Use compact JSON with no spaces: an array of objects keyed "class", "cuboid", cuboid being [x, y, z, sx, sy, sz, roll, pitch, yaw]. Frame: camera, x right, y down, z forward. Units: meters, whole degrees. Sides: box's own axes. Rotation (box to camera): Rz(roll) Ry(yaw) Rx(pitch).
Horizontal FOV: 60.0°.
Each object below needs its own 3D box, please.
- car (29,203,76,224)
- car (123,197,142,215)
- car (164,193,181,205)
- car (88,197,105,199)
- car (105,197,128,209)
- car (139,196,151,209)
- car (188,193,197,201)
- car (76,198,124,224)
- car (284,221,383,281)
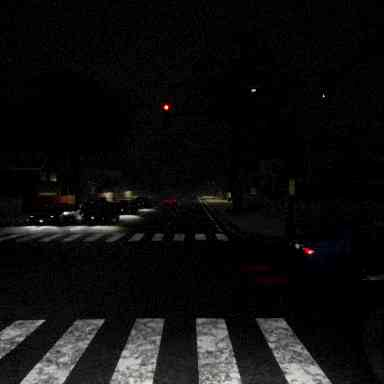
[{"class":"car","cuboid":[-9.855,1.512,24.405,2.033,1.411,5.357,0,0,0]},{"class":"car","cuboid":[-6.601,1.500,33.381,1.994,1.385,4.181,0,0,0]},{"class":"car","cuboid":[-3.157,1.320,51.051,1.895,1.301,4.718,0,1,0]},{"class":"car","cuboid":[-9.853,1.286,33.789,2.097,1.767,4.553,0,0,0]},{"class":"car","cuboid":[-9.847,1.432,43.836,1.895,1.301,4.718,0,1,0]},{"class":"car","cuboid":[-6.595,1.337,43.785,1.837,1.490,4.892,0,1,0]},{"class":"car","cuboid":[0.093,0.936,67.084,1.882,1.535,5.008,0,1,0]},{"class":"car","cuboid":[-6.603,1.469,24.484,1.837,1.490,4.892,0,0,0]},{"class":"car","cuboid":[5.384,1.517,9.178,5.357,1.411,2.033,0,0,-1]}]
